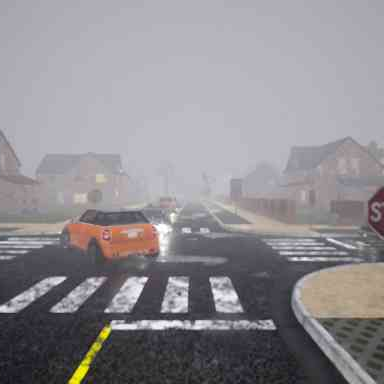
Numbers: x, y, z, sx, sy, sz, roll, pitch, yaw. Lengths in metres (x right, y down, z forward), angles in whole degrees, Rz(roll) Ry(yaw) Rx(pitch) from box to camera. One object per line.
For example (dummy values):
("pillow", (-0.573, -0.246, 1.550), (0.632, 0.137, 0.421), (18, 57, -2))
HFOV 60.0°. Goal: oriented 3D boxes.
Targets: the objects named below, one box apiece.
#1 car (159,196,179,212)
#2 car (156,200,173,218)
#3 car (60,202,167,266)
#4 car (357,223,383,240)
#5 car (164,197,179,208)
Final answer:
("car", (-2.835, 1.282, 36.615), (2.097, 1.767, 4.553), (0, 0, 0))
("car", (-2.844, 1.533, 26.701), (1.895, 1.301, 4.718), (0, 0, 0))
("car", (-3.055, 1.309, 11.831), (2.097, 1.767, 4.553), (0, 1, -36))
("car", (10.378, 1.556, 14.756), (5.357, 1.411, 2.033), (0, 0, 2))
("car", (-2.828, 1.463, 46.844), (1.812, 1.442, 4.674), (0, 0, 0))
